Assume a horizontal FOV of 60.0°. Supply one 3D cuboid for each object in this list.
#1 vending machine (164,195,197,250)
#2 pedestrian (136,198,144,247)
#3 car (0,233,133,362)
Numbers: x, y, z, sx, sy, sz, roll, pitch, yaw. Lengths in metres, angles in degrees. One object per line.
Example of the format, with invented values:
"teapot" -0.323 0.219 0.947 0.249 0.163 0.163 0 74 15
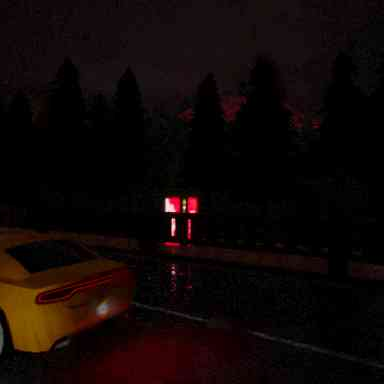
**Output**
"vending machine" -0.438 1.195 13.472 0.880 2.100 1.100 0 0 31
"pedestrian" -1.919 1.141 12.656 0.375 1.860 0.375 0 0 31
"car" -3.319 1.478 5.927 5.008 1.535 1.882 0 0 32
